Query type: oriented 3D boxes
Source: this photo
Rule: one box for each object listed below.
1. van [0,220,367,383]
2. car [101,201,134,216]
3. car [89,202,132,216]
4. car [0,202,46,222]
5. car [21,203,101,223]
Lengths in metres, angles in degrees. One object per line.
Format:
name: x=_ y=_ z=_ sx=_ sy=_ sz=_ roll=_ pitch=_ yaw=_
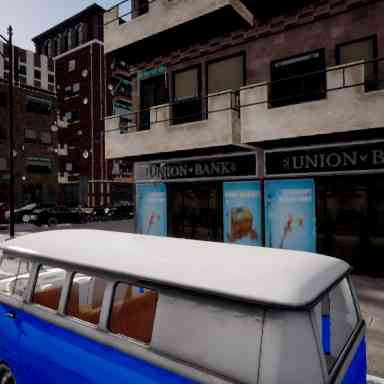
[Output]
van: x=-0.491 y=1.342 z=3.200 sx=3.998 sy=1.788 sz=1.690 roll=0 pitch=-1 yaw=35
car: x=-6.919 y=1.675 z=34.563 sx=2.128 sy=1.511 sz=4.902 roll=-1 pitch=-1 yaw=36
car: x=-8.799 y=1.799 z=36.389 sx=1.947 sy=1.339 sz=4.313 roll=-2 pitch=-1 yaw=36
car: x=-12.462 y=1.636 z=26.961 sx=1.837 sy=1.490 sz=4.892 roll=-1 pitch=-1 yaw=36
car: x=-8.668 y=1.584 z=22.338 sx=1.947 sy=1.339 sz=4.313 roll=-2 pitch=-1 yaw=36
